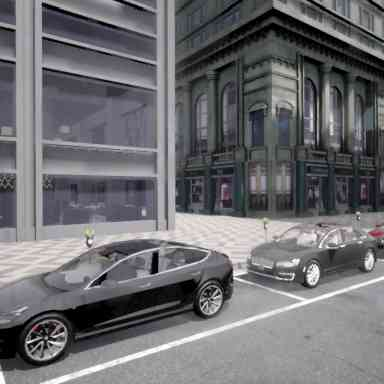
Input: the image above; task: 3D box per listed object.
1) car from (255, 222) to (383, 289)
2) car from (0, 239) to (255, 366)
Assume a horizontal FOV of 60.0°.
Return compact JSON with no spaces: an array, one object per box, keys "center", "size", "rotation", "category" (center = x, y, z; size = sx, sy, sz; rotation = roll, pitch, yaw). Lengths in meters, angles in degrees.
[{"center":[3.403,1.551,9.101],"size":[4.403,1.369,2.008],"rotation":[0,0,-36],"category":"car"},{"center":[-1.178,1.566,5.818],"size":[4.313,1.339,1.947],"rotation":[0,0,-36],"category":"car"}]
